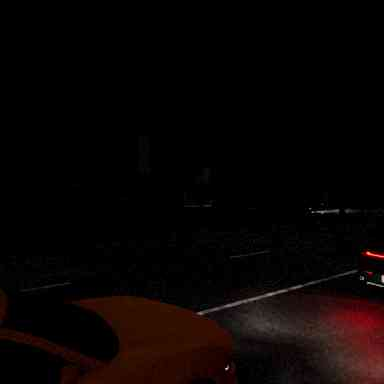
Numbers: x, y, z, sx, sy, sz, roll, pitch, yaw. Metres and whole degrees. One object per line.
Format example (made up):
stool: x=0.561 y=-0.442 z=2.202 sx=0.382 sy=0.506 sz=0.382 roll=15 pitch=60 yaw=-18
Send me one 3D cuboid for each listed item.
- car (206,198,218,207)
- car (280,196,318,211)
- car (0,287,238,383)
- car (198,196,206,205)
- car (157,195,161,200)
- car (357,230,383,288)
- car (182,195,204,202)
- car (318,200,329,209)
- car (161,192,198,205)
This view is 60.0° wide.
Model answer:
car: x=4.536 y=1.269 z=44.417 sx=1.882 sy=1.535 sz=5.008 roll=-1 pitch=0 yaw=-39
car: x=10.686 y=1.334 z=36.782 sx=2.033 sy=1.411 sz=5.357 roll=-1 pitch=0 yaw=-39
car: x=-1.857 y=1.478 z=2.404 sx=5.008 sy=1.535 sz=1.882 roll=0 pitch=0 yaw=-36
car: x=1.409 y=1.367 z=53.890 sx=1.895 sy=1.301 sz=4.718 roll=-1 pitch=0 yaw=-39
car: x=-6.245 y=1.239 z=74.766 sx=2.128 sy=1.511 sz=4.902 roll=-1 pitch=0 yaw=-38
car: x=5.848 y=1.468 z=7.937 sx=4.892 sy=1.490 sz=1.837 roll=0 pitch=0 yaw=-36
car: x=0.104 y=1.309 z=66.988 sx=1.895 sy=1.301 sz=4.718 roll=-1 pitch=0 yaw=-39
car: x=13.499 y=1.261 z=38.868 sx=1.837 sy=1.490 sz=4.892 roll=-1 pitch=0 yaw=-39
car: x=-2.016 y=1.019 z=52.562 sx=2.150 sy=2.045 sz=5.566 roll=-1 pitch=0 yaw=-39
